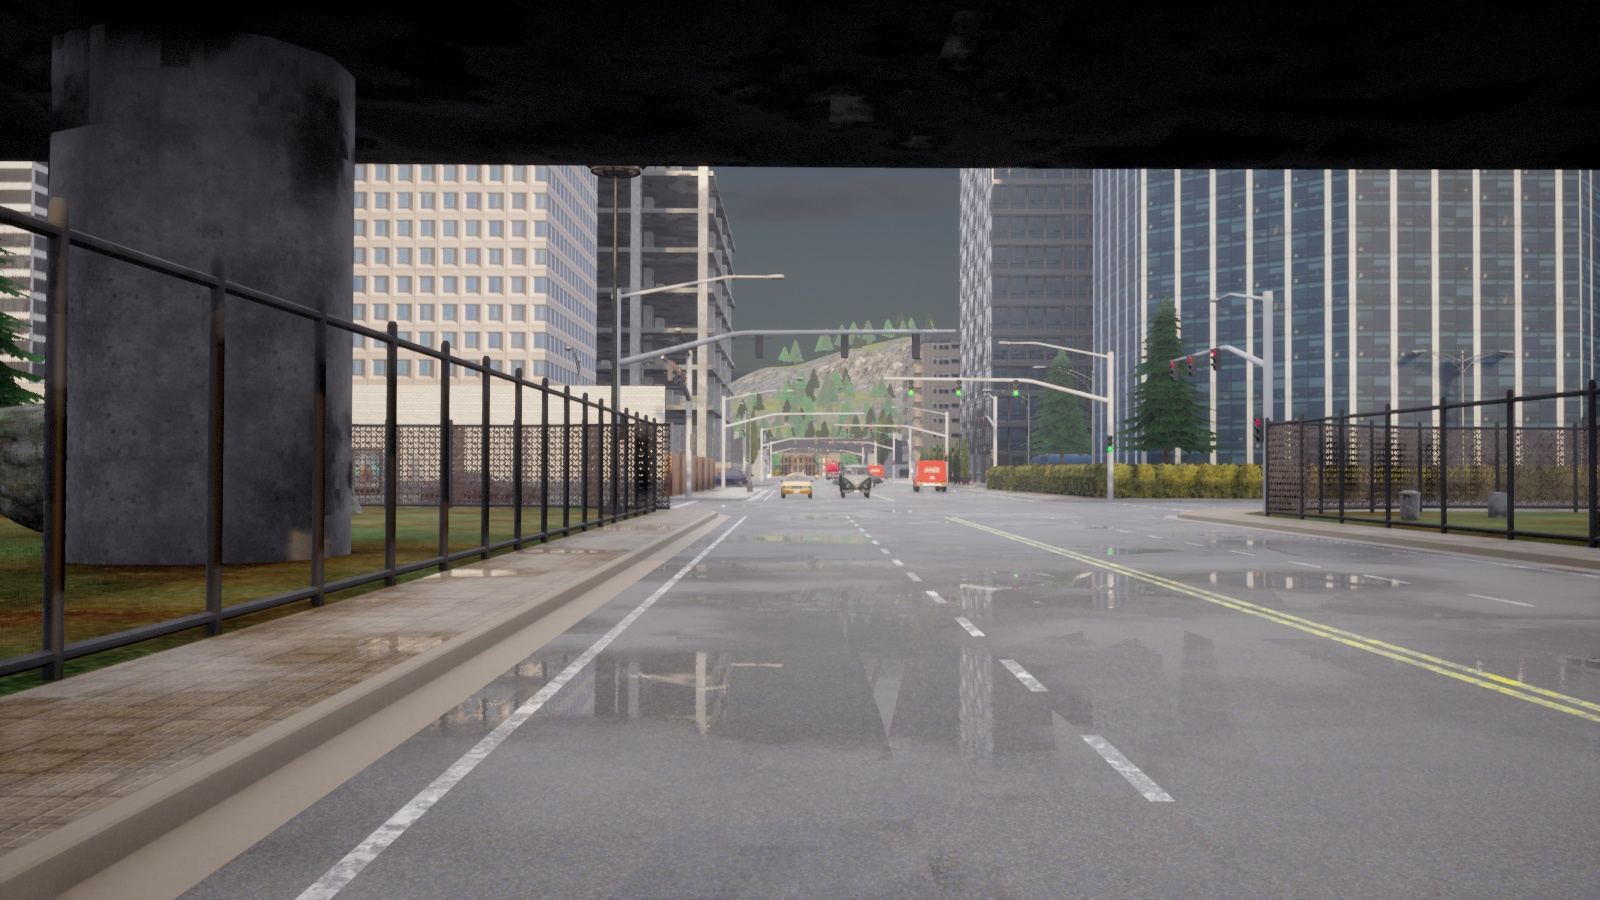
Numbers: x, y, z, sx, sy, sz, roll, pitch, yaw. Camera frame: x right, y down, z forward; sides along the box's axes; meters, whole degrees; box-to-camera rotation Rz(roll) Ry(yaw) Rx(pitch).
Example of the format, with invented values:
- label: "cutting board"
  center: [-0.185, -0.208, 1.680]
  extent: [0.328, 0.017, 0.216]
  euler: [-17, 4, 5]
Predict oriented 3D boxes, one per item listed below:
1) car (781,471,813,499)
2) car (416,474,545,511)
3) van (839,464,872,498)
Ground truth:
- label: "car"
  center: [-0.175, 2.018, 74.092]
  extent: [1.801, 1.575, 5.366]
  euler: [0, -1, 0]
- label: "car"
  center: [-12.717, 1.691, 50.171]
  extent: [4.674, 1.442, 1.812]
  euler: [0, -1, 0]
- label: "van"
  center: [3.321, 1.843, 75.588]
  extent: [1.775, 1.987, 4.442]
  euler: [0, -1, 0]
